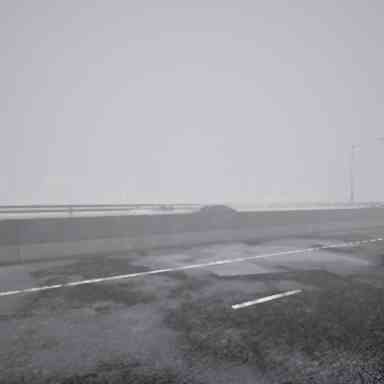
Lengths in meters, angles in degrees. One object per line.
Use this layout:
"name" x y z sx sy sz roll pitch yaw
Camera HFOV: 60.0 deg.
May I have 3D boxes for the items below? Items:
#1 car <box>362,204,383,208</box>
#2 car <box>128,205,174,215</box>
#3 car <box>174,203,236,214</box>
"car" 18.442 1.955 33.852 4.181 1.385 1.994 1 0 -34
"car" -2.872 1.743 27.662 4.718 1.301 1.895 1 0 -35
"car" 1.352 1.678 26.342 4.892 1.490 1.837 1 0 -35
